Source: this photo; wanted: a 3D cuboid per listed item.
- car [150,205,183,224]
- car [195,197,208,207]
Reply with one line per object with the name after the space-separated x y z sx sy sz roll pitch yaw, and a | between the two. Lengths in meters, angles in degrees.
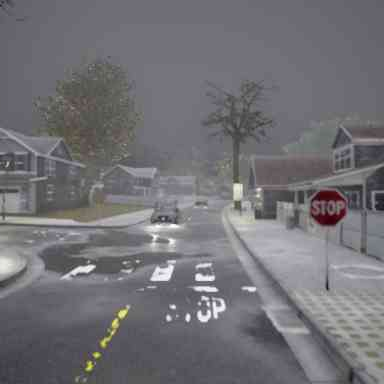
-1.843 1.670 25.216 1.994 1.385 4.181 0 0 5 | car
1.671 1.646 58.267 1.882 1.535 5.008 0 0 9 | car
